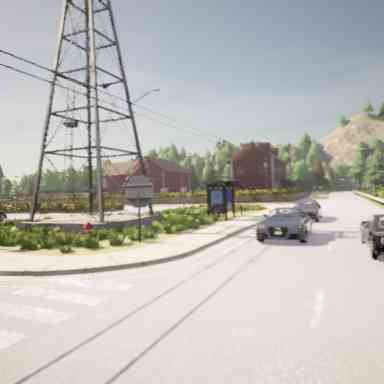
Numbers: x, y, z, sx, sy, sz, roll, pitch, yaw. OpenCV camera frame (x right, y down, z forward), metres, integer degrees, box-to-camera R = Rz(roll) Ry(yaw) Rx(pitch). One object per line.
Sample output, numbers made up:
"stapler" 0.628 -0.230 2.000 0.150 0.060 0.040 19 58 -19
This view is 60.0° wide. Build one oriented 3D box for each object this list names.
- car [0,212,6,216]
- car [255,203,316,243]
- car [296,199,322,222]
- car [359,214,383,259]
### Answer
"car" -19.725 2.135 31.670 1.784 1.438 3.905 -2 0 24
"car" 4.243 1.405 15.001 1.994 1.385 4.181 -2 0 25
"car" 8.179 1.247 23.680 2.033 1.411 5.357 -2 0 25
"car" 6.820 1.361 11.186 1.895 1.301 4.718 -2 0 22
